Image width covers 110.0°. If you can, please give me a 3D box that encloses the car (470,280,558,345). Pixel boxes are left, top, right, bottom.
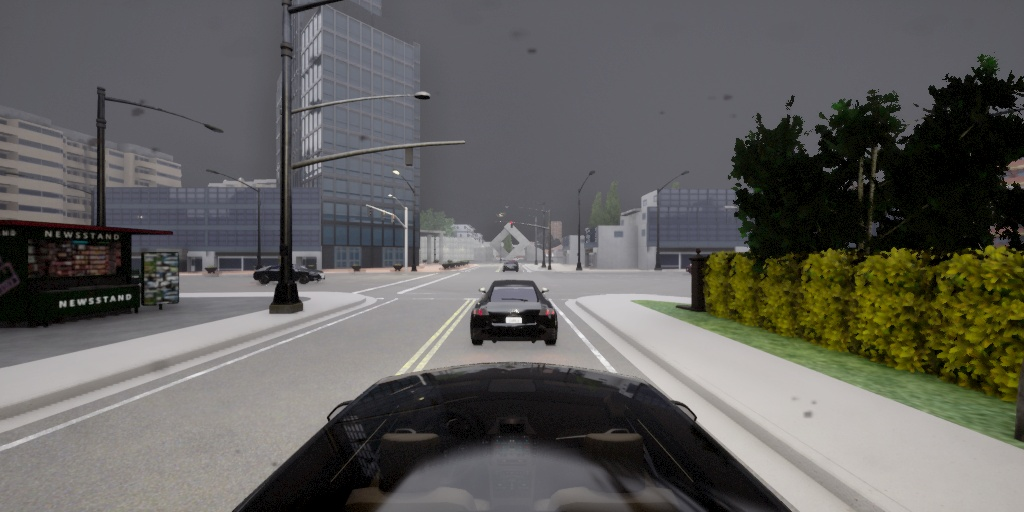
[{"bbox_3d":[0.046,1.314,9.512,1.994,1.385,4.181,0,0,0],"label":"car"}]

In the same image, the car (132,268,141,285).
[{"bbox_3d":[-30.987,1.263,26.926,5.566,2.045,2.150,-1,0,-1],"label":"car"}]

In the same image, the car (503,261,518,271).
[{"bbox_3d":[-0.167,1.313,47.665,1.994,1.385,4.181,0,0,1],"label":"car"}]

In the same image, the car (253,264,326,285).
[{"bbox_3d":[-16.767,1.352,27.097,4.902,1.511,2.128,-1,0,-1],"label":"car"}]

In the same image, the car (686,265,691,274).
[{"bbox_3d":[21.205,1.177,38.256,5.008,1.535,1.882,0,0,-1],"label":"car"}]
